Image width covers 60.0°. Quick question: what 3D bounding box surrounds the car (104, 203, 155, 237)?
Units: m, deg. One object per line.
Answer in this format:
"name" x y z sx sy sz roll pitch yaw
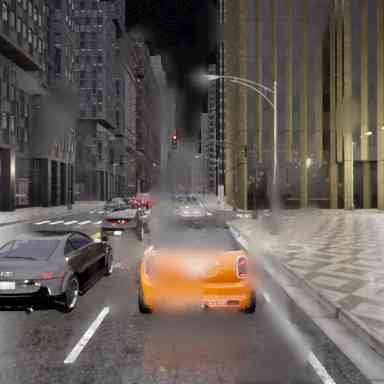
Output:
"car" -3.166 1.494 16.570 1.837 1.490 4.892 0 0 0

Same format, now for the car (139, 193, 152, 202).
"car" -9.832 1.196 70.400 2.097 1.767 4.553 0 0 0

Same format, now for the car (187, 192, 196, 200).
"car" -0.097 0.980 84.295 2.097 1.767 4.553 0 0 0

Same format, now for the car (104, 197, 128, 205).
"car" -9.897 1.440 42.675 1.837 1.490 4.892 0 0 0

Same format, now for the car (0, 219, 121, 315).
"car" -3.164 1.562 7.674 1.994 1.385 4.181 0 0 0

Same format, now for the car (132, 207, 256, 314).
"car" 0.095 1.350 7.771 2.097 1.767 4.553 0 0 0

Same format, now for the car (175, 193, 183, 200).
"car" -3.347 1.125 84.322 1.837 1.490 4.892 0 0 0

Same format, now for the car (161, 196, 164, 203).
"car" -6.608 1.405 65.552 2.033 1.411 5.357 0 0 1

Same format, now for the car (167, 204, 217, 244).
"car" 0.013 1.480 16.777 2.128 1.511 4.902 0 0 1

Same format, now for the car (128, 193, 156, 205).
"car" -6.623 1.151 44.790 2.150 2.045 5.566 0 0 2

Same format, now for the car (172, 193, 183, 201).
"car" -3.335 1.175 74.286 2.097 1.767 4.553 0 0 0

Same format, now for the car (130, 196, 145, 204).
"car" -9.888 1.477 60.290 1.895 1.301 4.718 0 0 0

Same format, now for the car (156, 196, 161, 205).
"car" -6.649 1.421 54.941 1.812 1.442 4.674 0 0 0

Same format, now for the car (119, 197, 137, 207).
"car" -9.905 1.471 51.588 1.994 1.385 4.181 0 0 0

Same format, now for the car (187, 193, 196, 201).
"car" -0.085 1.344 74.321 1.812 1.442 4.674 0 0 0
